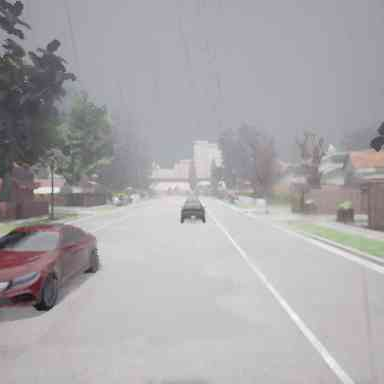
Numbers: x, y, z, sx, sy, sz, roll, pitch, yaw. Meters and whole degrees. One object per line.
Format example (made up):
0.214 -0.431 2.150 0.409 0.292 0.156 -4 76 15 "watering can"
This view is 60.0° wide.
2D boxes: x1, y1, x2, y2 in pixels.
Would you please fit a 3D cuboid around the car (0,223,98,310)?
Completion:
-3.587 1.516 7.916 1.812 1.442 4.674 0 0 0 "car"

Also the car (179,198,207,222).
0.086 1.473 25.643 1.837 1.490 4.892 0 0 0 "car"
